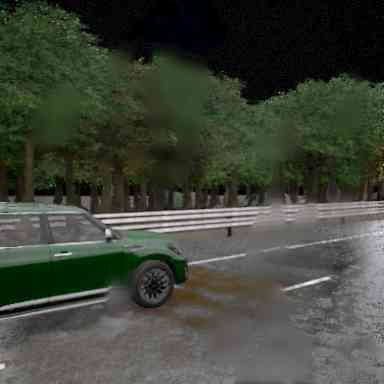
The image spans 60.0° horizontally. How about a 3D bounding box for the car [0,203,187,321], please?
[{"bbox_3d":[-2.748,1.214,6.104,5.566,2.045,2.150,0,0,-36],"label":"car"}]
